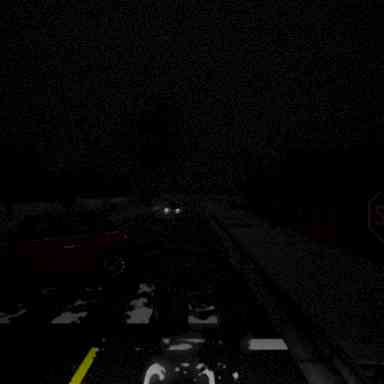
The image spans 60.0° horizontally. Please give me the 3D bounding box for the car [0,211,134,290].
[{"bbox_3d":[-3.838,1.332,8.183,4.553,1.767,2.097,-1,0,-35],"label":"car"}]

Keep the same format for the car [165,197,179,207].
[{"bbox_3d":[-2.951,1.442,49.254,1.882,1.535,5.008,0,0,-2],"label":"car"}]
